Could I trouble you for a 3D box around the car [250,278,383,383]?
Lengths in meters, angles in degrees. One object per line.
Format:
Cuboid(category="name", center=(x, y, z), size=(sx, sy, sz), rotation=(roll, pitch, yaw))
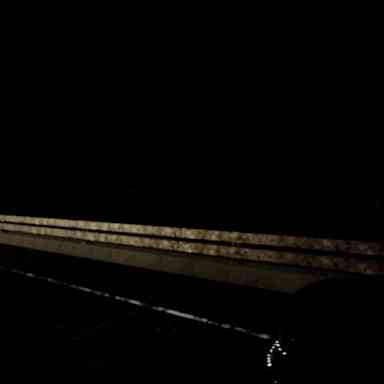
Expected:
Cuboid(category="car", center=(3.114, 1.214, 1.772), size=(5.566, 2.045, 2.150), rotation=(0, 0, 35))
